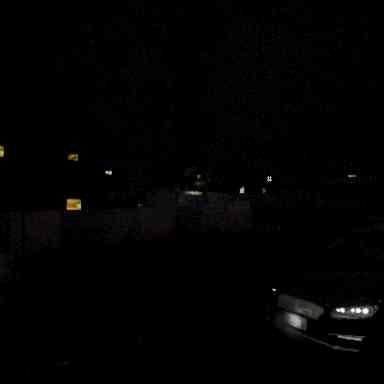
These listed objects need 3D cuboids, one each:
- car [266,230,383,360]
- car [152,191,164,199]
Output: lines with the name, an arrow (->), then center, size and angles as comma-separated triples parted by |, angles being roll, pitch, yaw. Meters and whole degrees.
car -> 3.419, 1.496, 5.953 | 4.902, 1.511, 2.128 | 0, 0, -35
car -> -6.441, 0.639, 61.681 | 1.812, 1.442, 4.674 | 1, 1, -21
